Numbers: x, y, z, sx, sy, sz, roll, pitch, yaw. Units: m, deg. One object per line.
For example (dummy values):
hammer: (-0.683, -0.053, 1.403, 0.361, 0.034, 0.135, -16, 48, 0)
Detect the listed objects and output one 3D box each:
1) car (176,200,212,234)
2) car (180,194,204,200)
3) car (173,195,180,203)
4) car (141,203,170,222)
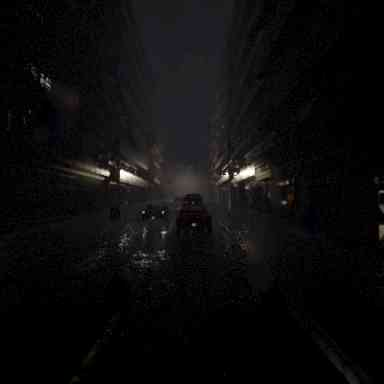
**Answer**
car: (0.096, 1.470, 19.074, 1.882, 1.535, 5.008, 0, 0, 0)
car: (0.096, 1.192, 36.422, 2.150, 2.045, 5.566, 0, 0, 0)
car: (-2.760, 1.368, 68.180, 1.882, 1.535, 5.008, 0, 0, 0)
car: (-2.852, 1.584, 26.659, 1.895, 1.301, 4.718, 0, 0, 0)
